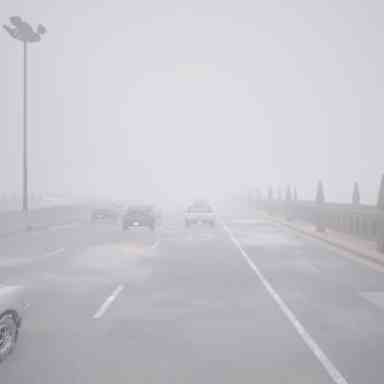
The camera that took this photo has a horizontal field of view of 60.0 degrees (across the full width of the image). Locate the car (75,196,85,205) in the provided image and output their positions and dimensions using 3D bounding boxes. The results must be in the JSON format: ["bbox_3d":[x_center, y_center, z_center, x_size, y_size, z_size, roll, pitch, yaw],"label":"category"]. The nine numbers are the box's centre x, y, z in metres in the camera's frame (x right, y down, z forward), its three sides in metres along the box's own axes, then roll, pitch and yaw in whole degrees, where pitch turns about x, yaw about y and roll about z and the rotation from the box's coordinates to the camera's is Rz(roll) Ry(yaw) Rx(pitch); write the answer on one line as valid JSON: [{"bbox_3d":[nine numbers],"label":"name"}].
[{"bbox_3d":[-16.421,1.346,51.572,2.097,1.767,4.553,0,0,2],"label":"car"}]

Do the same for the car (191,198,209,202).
[{"bbox_3d":[0.988,1.507,41.421,1.837,1.490,4.892,0,0,1],"label":"car"}]

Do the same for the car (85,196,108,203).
[{"bbox_3d":[-13.035,1.489,47.406,2.128,1.511,4.902,0,0,2],"label":"car"}]

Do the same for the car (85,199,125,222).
[{"bbox_3d":[-6.406,1.524,25.829,1.812,1.442,4.674,0,0,1],"label":"car"}]

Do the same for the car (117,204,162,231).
[{"bbox_3d":[-3.029,1.504,20.758,1.837,1.490,4.892,0,0,1],"label":"car"}]

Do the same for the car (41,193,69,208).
[{"bbox_3d":[-19.993,1.214,48.846,2.150,2.045,5.566,0,0,2],"label":"car"}]

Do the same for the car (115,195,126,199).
[{"bbox_3d":[-18.938,1.532,88.217,1.895,1.301,4.718,0,0,1],"label":"car"}]

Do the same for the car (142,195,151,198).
[{"bbox_3d":[-11.939,1.418,88.071,1.882,1.535,5.008,0,0,1],"label":"car"}]

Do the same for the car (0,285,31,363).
[{"bbox_3d":[-3.374,1.599,2.886,1.895,1.301,4.718,0,0,0],"label":"car"}]

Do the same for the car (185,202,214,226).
[{"bbox_3d":[0.527,1.602,23.070,1.895,1.301,4.718,0,0,1],"label":"car"}]
